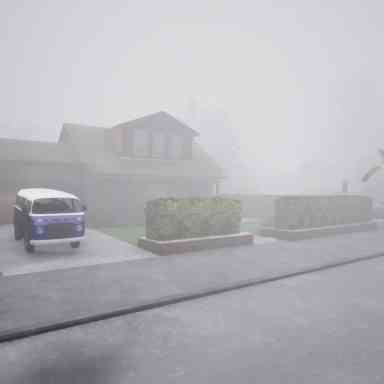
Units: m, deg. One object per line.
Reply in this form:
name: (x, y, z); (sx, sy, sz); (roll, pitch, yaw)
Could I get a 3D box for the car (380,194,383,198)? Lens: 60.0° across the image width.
car: (24.018, 0.986, 40.753); (3.866, 1.878, 1.905); (0, 0, 0)

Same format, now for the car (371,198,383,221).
car: (13.652, 1.491, 27.317); (2.128, 1.511, 4.902); (0, 0, -35)
